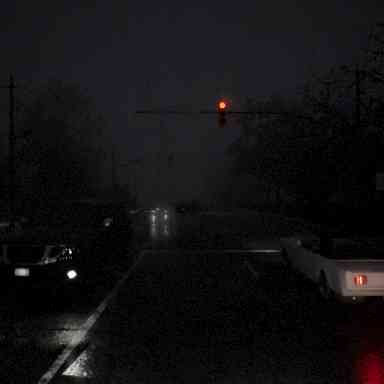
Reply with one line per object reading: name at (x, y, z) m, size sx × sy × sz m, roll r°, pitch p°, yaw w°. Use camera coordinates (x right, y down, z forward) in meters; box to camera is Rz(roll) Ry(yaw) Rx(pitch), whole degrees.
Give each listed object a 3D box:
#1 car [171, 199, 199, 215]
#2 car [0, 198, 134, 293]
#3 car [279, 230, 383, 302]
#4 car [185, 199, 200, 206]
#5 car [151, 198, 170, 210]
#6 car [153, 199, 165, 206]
car at (-0.407, 1.488, 34.569) m, size 1.882 × 1.535 × 5.008 m, roll 1°, pitch 0°, yaw 10°
car at (-3.171, 1.221, 9.290) m, size 2.150 × 2.045 × 5.566 m, roll 0°, pitch 0°, yaw 3°
car at (3.589, 1.601, 8.196) m, size 1.895 × 1.301 × 4.718 m, roll 0°, pitch 0°, yaw 0°
car at (0.076, 2.048, 67.804) m, size 2.033 × 1.411 × 5.357 m, roll 0°, pitch -1°, yaw -12°
car at (-4.075, 1.596, 42.810) m, size 1.812 × 1.442 × 4.674 m, roll 0°, pitch -1°, yaw -3°
car at (-6.199, 1.980, 62.609) m, size 1.994 × 1.385 × 4.181 m, roll 0°, pitch -1°, yaw -10°
